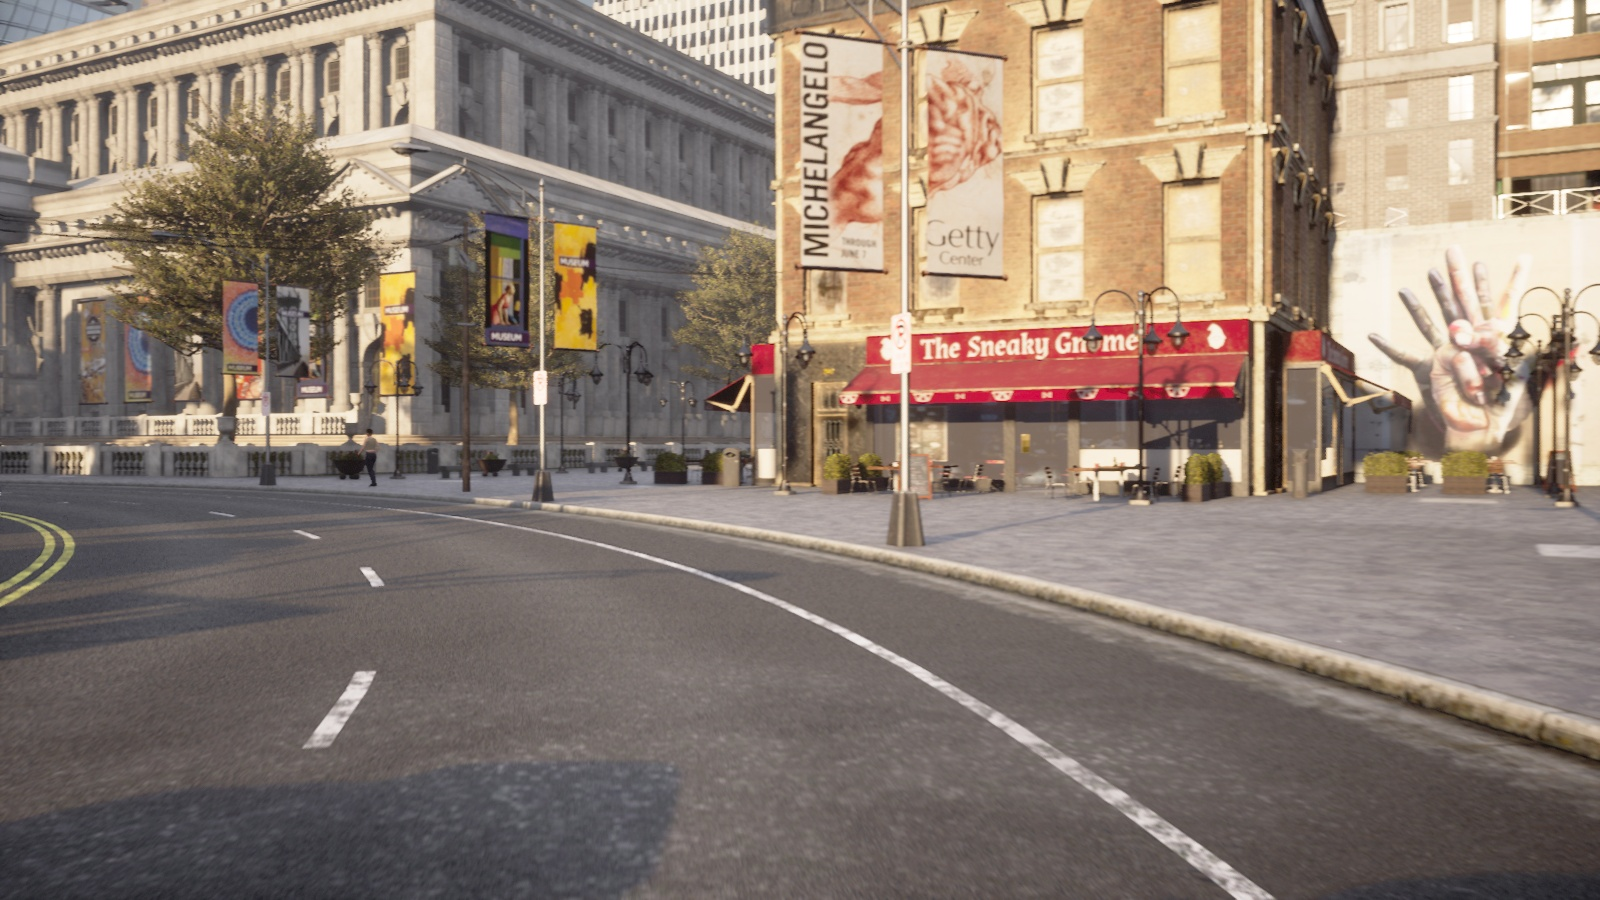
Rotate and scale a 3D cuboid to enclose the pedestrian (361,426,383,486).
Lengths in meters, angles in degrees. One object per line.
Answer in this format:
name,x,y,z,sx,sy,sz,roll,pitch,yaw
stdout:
pedestrian,-13.206,0.187,38.760,0.594,1.836,0.345,0,0,36
